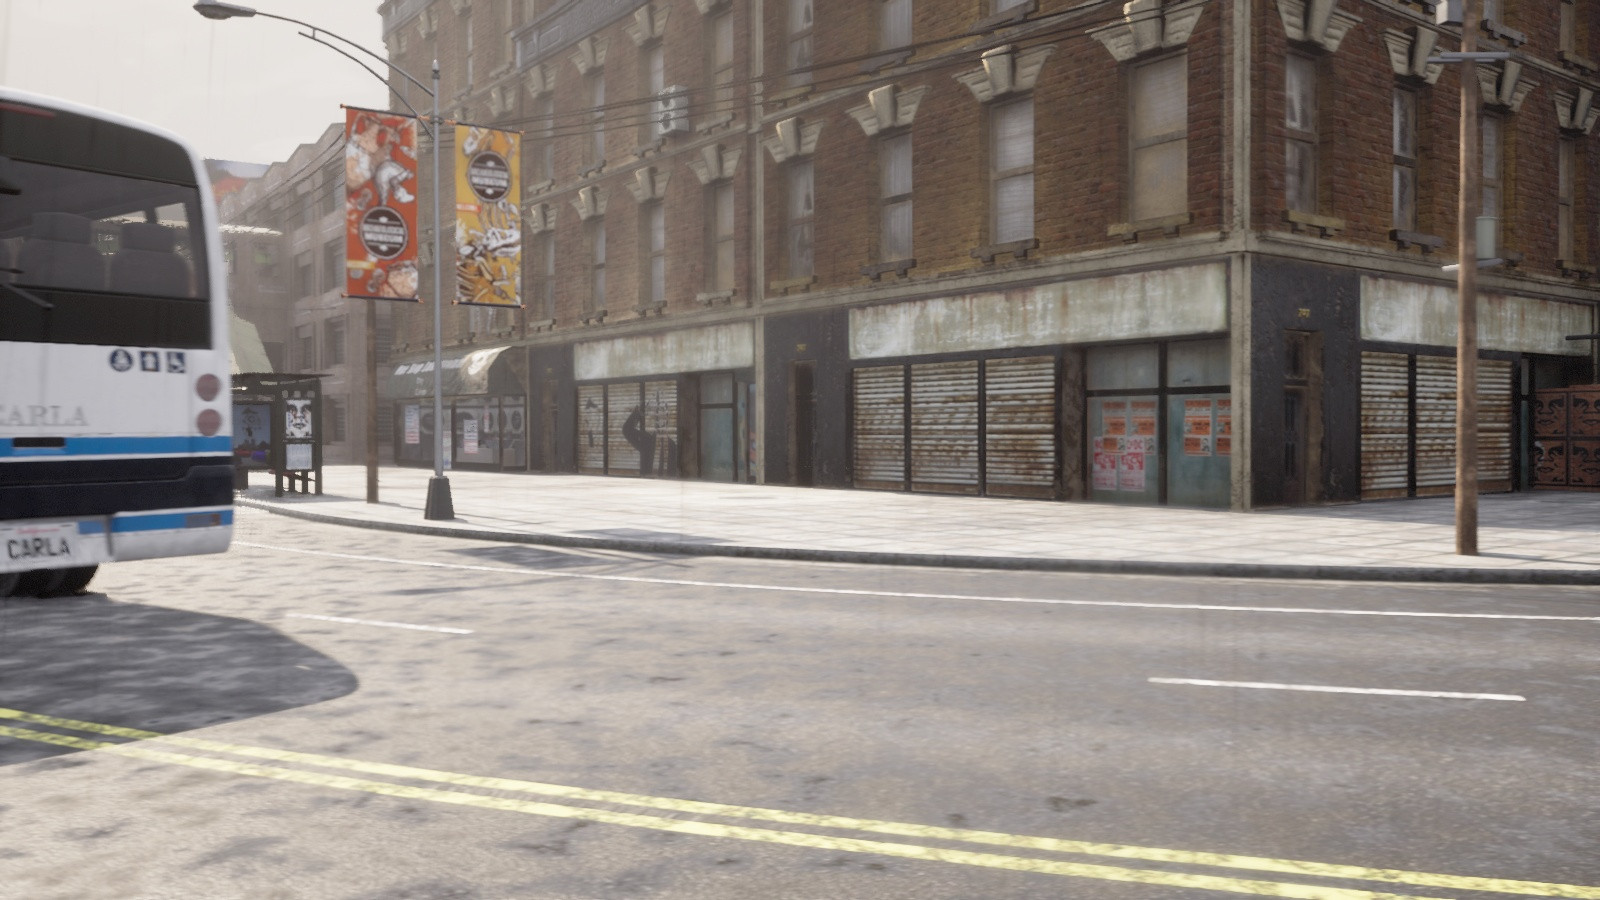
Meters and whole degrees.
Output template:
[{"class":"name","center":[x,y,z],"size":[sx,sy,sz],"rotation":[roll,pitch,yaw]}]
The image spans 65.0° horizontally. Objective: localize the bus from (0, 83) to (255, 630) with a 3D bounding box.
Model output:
[{"class":"bus","center":[-10.273,-0.784,12.928],"size":[10.273,4.253,3.944],"rotation":[1,1,37]}]
